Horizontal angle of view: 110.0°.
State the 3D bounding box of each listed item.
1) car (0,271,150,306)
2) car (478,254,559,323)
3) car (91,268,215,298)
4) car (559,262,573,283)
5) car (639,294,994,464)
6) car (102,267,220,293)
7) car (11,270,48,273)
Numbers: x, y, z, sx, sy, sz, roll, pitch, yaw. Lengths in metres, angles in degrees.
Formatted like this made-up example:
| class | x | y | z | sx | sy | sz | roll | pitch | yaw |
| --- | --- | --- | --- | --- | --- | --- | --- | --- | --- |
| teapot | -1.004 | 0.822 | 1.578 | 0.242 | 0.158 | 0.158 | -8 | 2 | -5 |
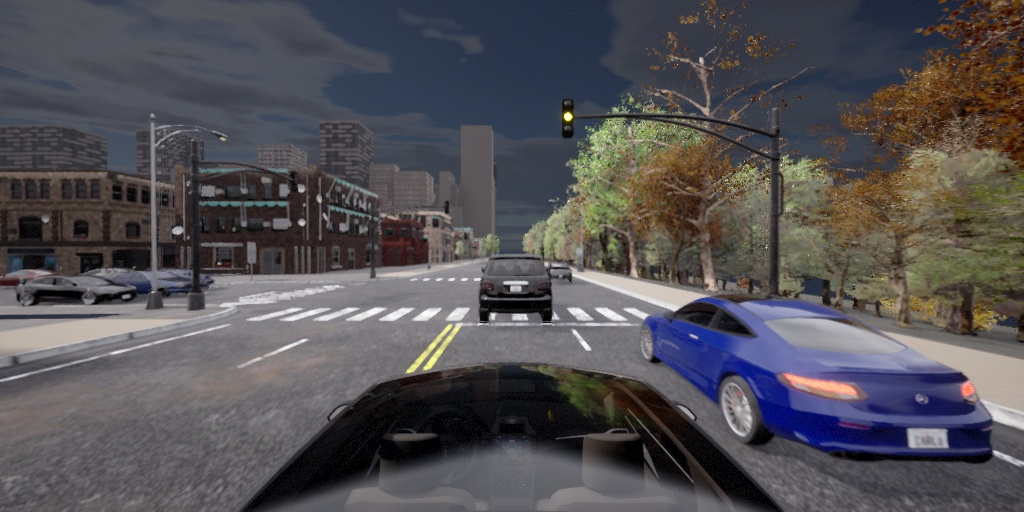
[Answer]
| class | x | y | z | sx | sy | sz | roll | pitch | yaw |
| --- | --- | --- | --- | --- | --- | --- | --- | --- | --- |
| car | -19.943 | 1.531 | 16.532 | 4.313 | 1.339 | 1.948 | 0 | 0 | 0 |
| car | 0.103 | 0.946 | 12.182 | 2.150 | 2.045 | 5.566 | 0 | 0 | 0 |
| car | -19.574 | 1.475 | 19.236 | 5.357 | 1.411 | 2.033 | -1 | 1 | 0 |
| car | 3.356 | 1.176 | 27.075 | 2.128 | 1.511 | 4.902 | 0 | 0 | 0 |
| car | 3.348 | 1.267 | 5.129 | 1.812 | 1.442 | 4.674 | 0 | 0 | 2 |
| car | -21.867 | 1.461 | 22.484 | 5.357 | 1.411 | 2.033 | -1 | 1 | 0 |
| car | -33.810 | 1.601 | 25.055 | 4.207 | 1.307 | 1.802 | 0 | 0 | 0 |
